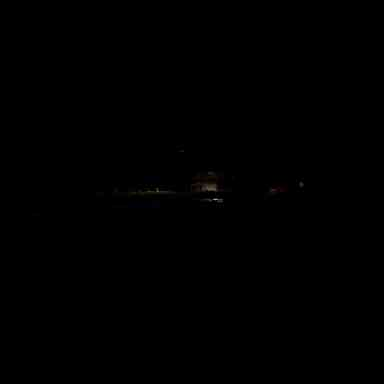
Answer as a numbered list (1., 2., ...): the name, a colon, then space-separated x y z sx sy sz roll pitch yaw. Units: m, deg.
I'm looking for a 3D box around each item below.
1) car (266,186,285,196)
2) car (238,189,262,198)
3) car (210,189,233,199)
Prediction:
1. car: 15.207 -0.276 60.526 2.097 1.767 4.553 0 1 35
2. car: 9.030 0.186 51.726 2.033 1.411 5.357 0 1 36
3. car: 4.535 0.276 50.340 1.812 1.442 4.674 0 1 36
